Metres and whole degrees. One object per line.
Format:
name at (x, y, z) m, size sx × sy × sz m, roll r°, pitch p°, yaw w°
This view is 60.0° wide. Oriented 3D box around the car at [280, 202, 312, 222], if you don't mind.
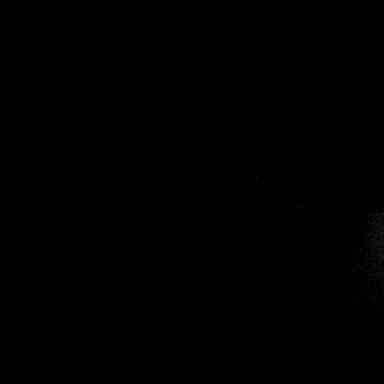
car at (8.811, 1.585, 27.925) m, size 1.882 × 1.535 × 5.008 m, roll -1°, pitch 0°, yaw 29°
